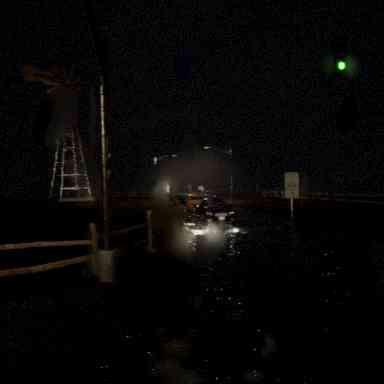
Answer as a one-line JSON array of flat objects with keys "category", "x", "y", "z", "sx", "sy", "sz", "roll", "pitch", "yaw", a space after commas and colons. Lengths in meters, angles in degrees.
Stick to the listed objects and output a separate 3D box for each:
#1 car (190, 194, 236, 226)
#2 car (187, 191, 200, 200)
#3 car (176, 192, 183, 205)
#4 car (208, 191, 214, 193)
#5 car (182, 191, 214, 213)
[{"category": "car", "x": 1.379, "y": 1.141, "z": 20.572, "sx": 2.128, "sy": 1.511, "sz": 4.902, "roll": -2, "pitch": 1, "yaw": -6}, {"category": "car", "x": 0.232, "y": 0.571, "z": 60.613, "sx": 1.812, "sy": 1.442, "sz": 4.674, "roll": -2, "pitch": 1, "yaw": -6}, {"category": "car", "x": -0.496, "y": 0.935, "z": 40.238, "sx": 1.994, "sy": 1.385, "sz": 4.181, "roll": -2, "pitch": 1, "yaw": -6}, {"category": "car", "x": 1.951, "y": 0.593, "z": 44.349, "sx": 2.097, "sy": 1.767, "sz": 4.553, "roll": -2, "pitch": 1, "yaw": -6}, {"category": "car", "x": 0.451, "y": 0.985, "z": 30.331, "sx": 1.882, "sy": 1.535, "sz": 5.008, "roll": -2, "pitch": 1, "yaw": -5}]
